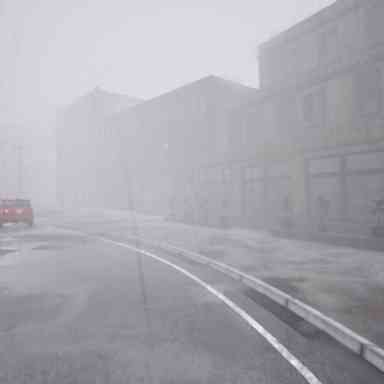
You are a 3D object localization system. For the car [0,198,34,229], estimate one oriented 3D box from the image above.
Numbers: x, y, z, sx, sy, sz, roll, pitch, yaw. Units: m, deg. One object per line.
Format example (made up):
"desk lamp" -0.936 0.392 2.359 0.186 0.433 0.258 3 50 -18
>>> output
"car" -13.221 1.446 24.127 2.150 2.045 5.566 0 0 -41
